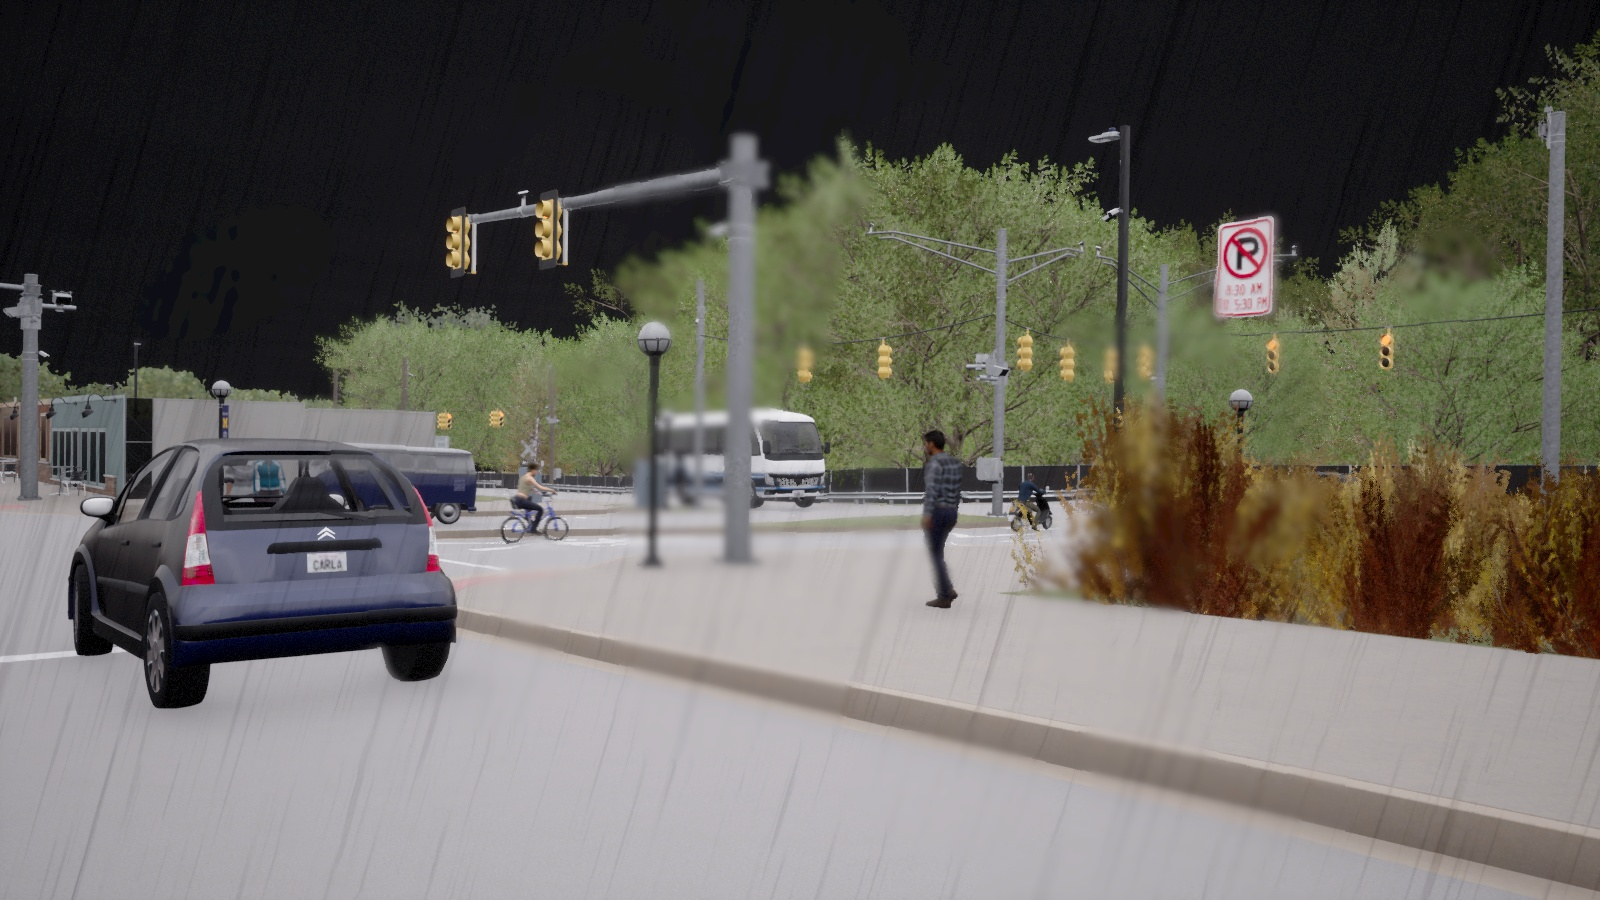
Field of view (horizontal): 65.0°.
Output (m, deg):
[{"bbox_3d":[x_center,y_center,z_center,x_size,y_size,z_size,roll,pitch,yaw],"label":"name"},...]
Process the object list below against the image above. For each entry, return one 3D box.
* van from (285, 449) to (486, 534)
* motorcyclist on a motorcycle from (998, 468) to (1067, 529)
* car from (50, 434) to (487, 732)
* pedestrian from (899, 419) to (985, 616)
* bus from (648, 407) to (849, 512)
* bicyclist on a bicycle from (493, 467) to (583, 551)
[{"bbox_3d":[-10.428,1.056,31.788,4.442,1.987,1.775,2,-2,-41],"label":"van"},{"bbox_3d":[6.380,1.320,34.445,1.817,1.590,0.866,-1,0,-39],"label":"motorcyclist on a motorcycle"},{"bbox_3d":[-3.969,0.761,8.959,1.851,1.617,3.988,-1,-1,-38],"label":"car"},{"bbox_3d":[1.447,0.665,12.854,0.423,1.949,0.788,-1,1,-44],"label":"pedestrian"},{"bbox_3d":[-2.557,0.480,56.288,3.944,4.253,10.273,-1,-1,-35],"label":"bus"},{"bbox_3d":[-5.216,1.154,25.007,1.509,1.612,0.866,1,0,-40],"label":"bicyclist on a bicycle"}]
